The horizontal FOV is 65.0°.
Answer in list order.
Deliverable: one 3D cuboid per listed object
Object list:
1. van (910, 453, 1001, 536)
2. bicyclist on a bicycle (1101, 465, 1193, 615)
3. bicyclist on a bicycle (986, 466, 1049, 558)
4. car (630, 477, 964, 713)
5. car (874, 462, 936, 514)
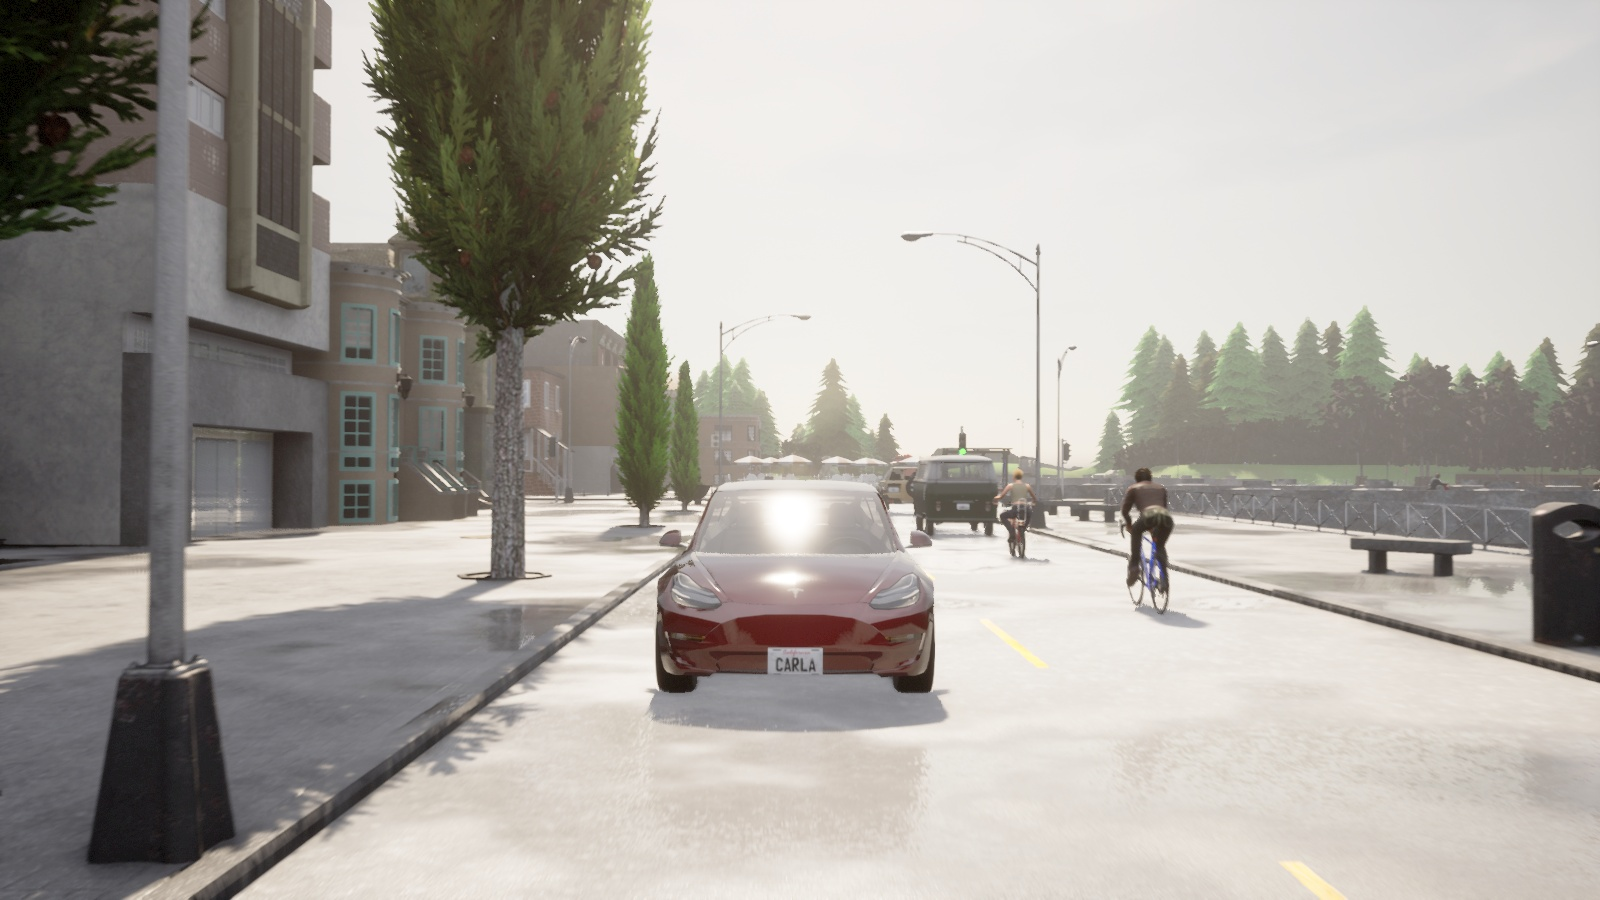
[{"bbox_3d":[3.914,1.094,32.324,1.775,1.987,4.442,0,-1,0],"label":"van"},{"bbox_3d":[3.961,0.994,14.452,0.582,1.620,1.656,0,-1,0],"label":"bicyclist on a bicycle"},{"bbox_3d":[3.946,1.120,22.904,0.866,1.612,1.509,0,-2,0],"label":"bicyclist on a bicycle"},{"bbox_3d":[-0.028,0.991,10.536,2.163,1.488,4.792,0,-1,0],"label":"car"},{"bbox_3d":[3.877,1.404,47.103,1.932,1.855,4.605,0,-1,0],"label":"car"}]
